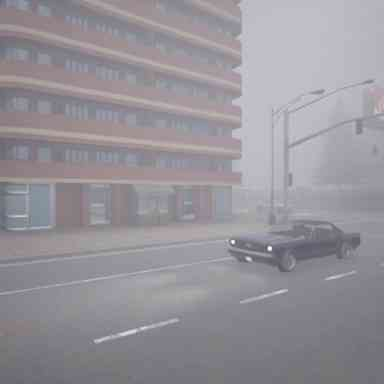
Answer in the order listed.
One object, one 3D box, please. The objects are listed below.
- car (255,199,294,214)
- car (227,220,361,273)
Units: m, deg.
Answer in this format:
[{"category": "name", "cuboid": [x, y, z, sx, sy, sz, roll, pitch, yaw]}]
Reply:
[{"category": "car", "cuboid": [8.877, 1.516, 36.170, 1.812, 1.442, 4.674, 0, 0, -36]}, {"category": "car", "cuboid": [3.406, 1.598, 10.782, 4.718, 1.301, 1.895, 0, 0, -36]}]
